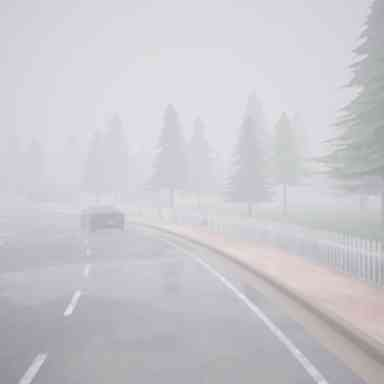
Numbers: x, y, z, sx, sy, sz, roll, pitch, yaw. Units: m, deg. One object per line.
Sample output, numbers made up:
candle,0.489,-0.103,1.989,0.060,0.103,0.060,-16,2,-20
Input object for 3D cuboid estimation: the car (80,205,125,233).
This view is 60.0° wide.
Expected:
car,-5.603,1.521,20.486,1.882,1.535,5.008,0,0,-27
